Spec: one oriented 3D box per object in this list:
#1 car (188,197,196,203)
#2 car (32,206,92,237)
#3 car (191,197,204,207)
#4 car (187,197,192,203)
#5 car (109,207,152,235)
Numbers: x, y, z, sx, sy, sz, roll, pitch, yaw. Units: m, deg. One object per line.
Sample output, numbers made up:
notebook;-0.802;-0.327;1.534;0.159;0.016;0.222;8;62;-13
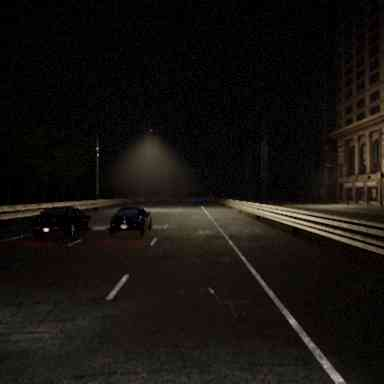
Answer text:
car;-0.049;2.146;92.871;2.128;1.511;4.902;0;-1;0
car;-6.910;1.548;18.174;1.837;1.490;4.892;0;0;0
car;1.194;1.839;59.240;1.812;1.442;4.674;0;-1;0
car;-0.041;1.909;77.688;1.994;1.385;4.181;0;-1;0
car;-3.411;1.574;18.963;1.812;1.442;4.674;0;0;0
